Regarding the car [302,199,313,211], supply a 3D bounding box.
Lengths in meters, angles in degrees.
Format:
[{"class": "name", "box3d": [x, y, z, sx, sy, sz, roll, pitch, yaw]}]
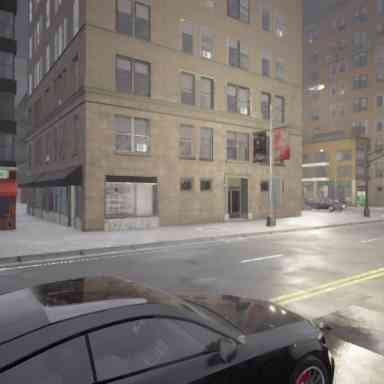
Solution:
[{"class": "car", "box3d": [11.508, 1.417, 38.989, 1.967, 1.590, 4.097, 0, 0, -35]}]

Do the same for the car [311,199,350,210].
[{"class": "car", "box3d": [18.066, 1.572, 43.613, 1.947, 1.339, 4.313, 0, 0, -35]}]

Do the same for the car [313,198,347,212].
[{"class": "car", "box3d": [15.150, 1.478, 38.225, 2.128, 1.511, 4.902, 0, 0, -35]}]

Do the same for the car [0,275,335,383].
[{"class": "car", "box3d": [-0.689, 1.526, 2.947, 4.674, 1.442, 1.812, 0, 0, -35]}]
